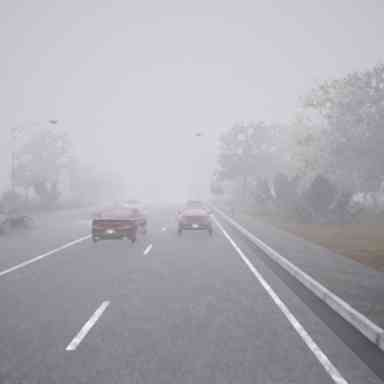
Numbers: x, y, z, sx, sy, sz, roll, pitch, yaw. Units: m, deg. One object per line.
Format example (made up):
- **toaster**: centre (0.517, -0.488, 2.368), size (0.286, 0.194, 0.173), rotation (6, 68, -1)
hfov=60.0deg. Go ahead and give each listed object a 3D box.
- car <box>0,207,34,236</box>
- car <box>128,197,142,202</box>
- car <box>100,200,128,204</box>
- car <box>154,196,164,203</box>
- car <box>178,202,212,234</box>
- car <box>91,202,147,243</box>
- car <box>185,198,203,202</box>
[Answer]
- **car**: centre (-10.537, 1.549, 18.348), size (1.994, 1.385, 4.181), rotation (0, 0, 0)
- **car**: centre (-10.314, 1.565, 59.739), size (1.895, 1.301, 4.718), rotation (0, 0, 1)
- **car**: centre (-6.998, 1.507, 28.053), size (1.812, 1.442, 4.674), rotation (0, 0, 0)
- **car**: centre (-6.752, 1.497, 68.823), size (2.033, 1.411, 5.357), rotation (0, 0, 0)
- **car**: centre (0.165, 1.516, 18.954), size (1.812, 1.442, 4.674), rotation (0, 0, 0)
- **car**: centre (-3.357, 1.468, 16.129), size (1.882, 1.535, 5.008), rotation (0, 0, 0)
- **car**: centre (0.243, 1.471, 40.167), size (2.128, 1.511, 4.902), rotation (0, 0, 0)
